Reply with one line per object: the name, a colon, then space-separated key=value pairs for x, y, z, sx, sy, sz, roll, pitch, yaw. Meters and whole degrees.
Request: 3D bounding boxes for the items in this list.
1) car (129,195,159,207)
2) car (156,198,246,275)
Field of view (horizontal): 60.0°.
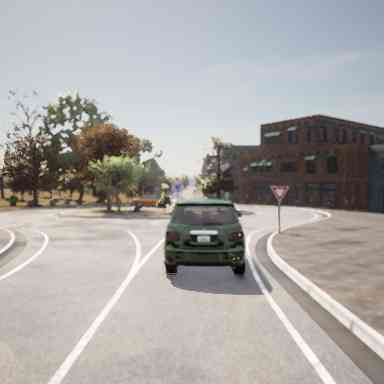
car: x=-6.603 y=1.182 z=46.895 sx=4.553 sy=1.767 sz=2.097 roll=1 pitch=2 yaw=-10
car: x=0.456 y=1.220 z=10.627 sx=2.150 sy=2.045 sz=5.566 roll=0 pitch=0 yaw=4
